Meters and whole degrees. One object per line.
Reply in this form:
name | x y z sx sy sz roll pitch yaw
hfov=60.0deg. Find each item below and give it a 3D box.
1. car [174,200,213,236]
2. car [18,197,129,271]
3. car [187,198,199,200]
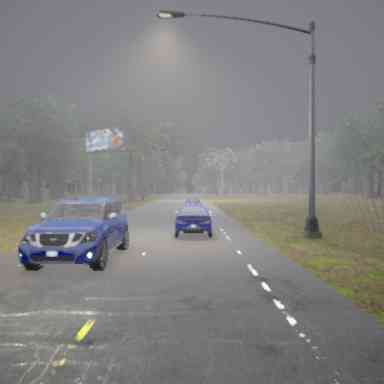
car | 0.082 1.454 18.206 1.882 1.535 5.008 0 0 0
car | -3.591 1.222 11.303 2.150 2.045 5.566 0 0 0
car | 0.100 1.348 37.584 2.033 1.411 5.357 0 1 0
